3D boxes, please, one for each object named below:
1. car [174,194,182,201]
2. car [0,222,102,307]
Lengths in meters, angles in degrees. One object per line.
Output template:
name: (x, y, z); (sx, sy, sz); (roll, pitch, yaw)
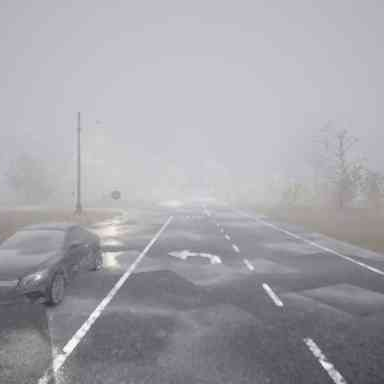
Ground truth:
car: (-3.477, 1.365, 82.677); (2.128, 1.511, 4.902); (0, 0, 0)
car: (-3.512, 1.517, 8.053); (1.812, 1.442, 4.674); (0, 0, 0)
